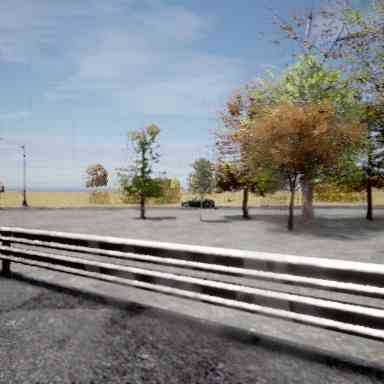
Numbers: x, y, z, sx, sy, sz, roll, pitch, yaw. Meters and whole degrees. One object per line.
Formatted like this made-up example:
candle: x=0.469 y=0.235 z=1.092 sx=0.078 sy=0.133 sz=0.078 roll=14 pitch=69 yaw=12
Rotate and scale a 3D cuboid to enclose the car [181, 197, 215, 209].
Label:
car: x=0.711 y=1.361 z=41.407 sx=4.181 sy=1.385 sz=1.994 roll=-1 pitch=0 yaw=11
